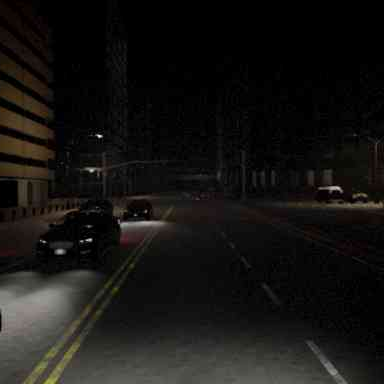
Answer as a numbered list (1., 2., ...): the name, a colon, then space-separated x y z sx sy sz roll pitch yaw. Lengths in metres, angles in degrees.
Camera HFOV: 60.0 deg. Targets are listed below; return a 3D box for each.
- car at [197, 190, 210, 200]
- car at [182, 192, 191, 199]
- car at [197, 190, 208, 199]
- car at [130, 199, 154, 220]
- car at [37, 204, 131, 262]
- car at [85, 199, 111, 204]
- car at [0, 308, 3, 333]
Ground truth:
1. car: 2.440 0.782 63.621 1.812 1.442 4.674 -1 1 -1
2. car: -1.221 0.663 73.565 1.812 1.442 4.674 -1 1 -1
3. car: 2.269 0.528 73.587 2.097 1.767 4.553 -1 1 -1
4. car: -3.982 1.294 25.493 1.812 1.442 4.674 -1 1 -1
5. car: -3.777 1.403 11.869 2.128 1.511 4.902 -1 1 -1
6. car: -7.494 1.304 26.285 1.837 1.490 4.892 -1 0 -1
7. car: -3.624 1.571 2.956 1.994 1.385 4.181 -1 1 -1
